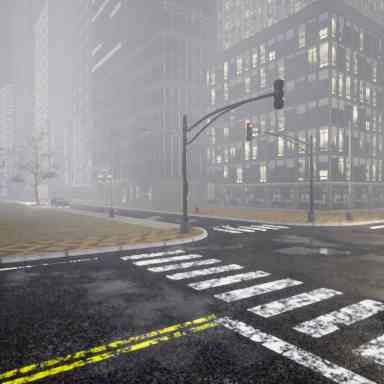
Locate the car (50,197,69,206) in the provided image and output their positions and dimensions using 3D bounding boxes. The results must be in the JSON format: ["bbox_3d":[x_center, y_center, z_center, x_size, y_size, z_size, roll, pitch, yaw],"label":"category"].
[{"bbox_3d":[-21.667,1.553,54.250,2.033,1.411,5.357,0,0,-35],"label":"car"}]
